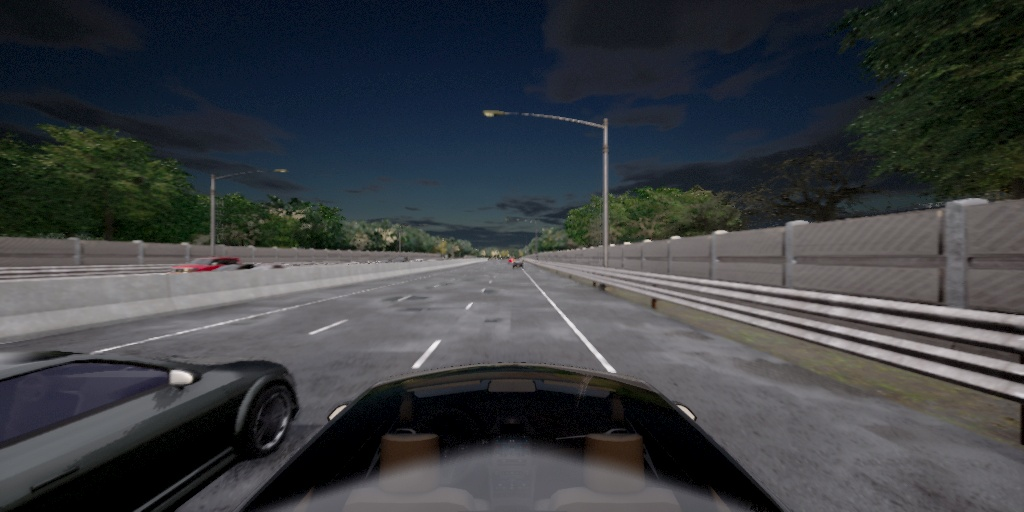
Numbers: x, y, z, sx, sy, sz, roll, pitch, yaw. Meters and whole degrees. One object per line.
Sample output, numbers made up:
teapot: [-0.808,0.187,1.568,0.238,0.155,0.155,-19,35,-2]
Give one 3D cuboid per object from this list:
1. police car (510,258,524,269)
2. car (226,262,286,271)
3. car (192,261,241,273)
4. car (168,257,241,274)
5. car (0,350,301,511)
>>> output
police car: [1.062,1.412,63.591,1.930,1.638,5.238,0,0,0]
car: [-17.583,1.372,25.754,1.812,1.442,4.674,0,0,0]
car: [-21.081,1.355,27.311,1.837,1.490,4.892,0,0,0]
car: [-24.569,1.085,29.179,2.150,2.045,5.566,0,-1,0]
car: [-3.401,1.317,2.384,1.994,1.385,4.181,0,0,0]
